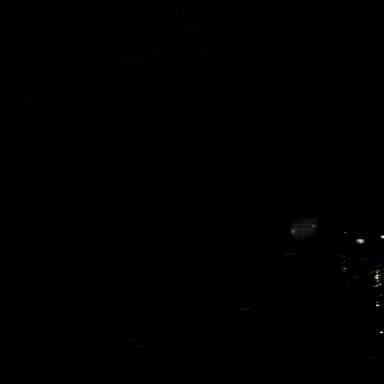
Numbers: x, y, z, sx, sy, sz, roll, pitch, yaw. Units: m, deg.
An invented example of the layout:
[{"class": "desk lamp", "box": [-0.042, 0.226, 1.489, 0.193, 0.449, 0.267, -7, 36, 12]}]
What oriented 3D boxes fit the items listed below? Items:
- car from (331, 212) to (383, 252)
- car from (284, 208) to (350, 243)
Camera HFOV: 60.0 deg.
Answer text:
[{"class": "car", "box": [7.774, 1.622, 13.354, 4.181, 1.385, 1.994, 0, 0, -36]}, {"class": "car", "box": [6.588, 1.554, 16.515, 4.902, 1.511, 2.128, 0, 0, -36]}]
